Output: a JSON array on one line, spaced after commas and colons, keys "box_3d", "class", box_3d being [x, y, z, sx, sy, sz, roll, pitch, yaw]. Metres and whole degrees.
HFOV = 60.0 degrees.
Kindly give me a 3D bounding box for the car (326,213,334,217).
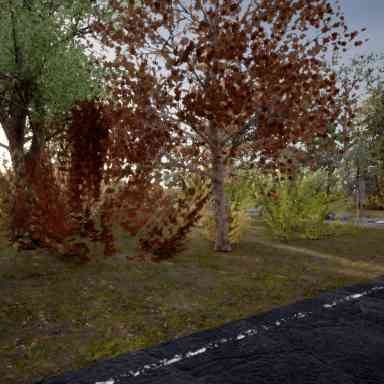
[{"box_3d": [9.289, 1.148, 27.120, 2.097, 1.767, 4.553, -1, 1, -36], "class": "car"}]
